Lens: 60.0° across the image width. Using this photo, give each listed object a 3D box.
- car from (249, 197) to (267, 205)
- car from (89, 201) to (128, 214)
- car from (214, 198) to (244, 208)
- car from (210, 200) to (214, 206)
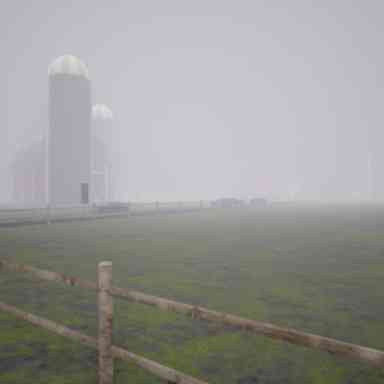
[{"bbox_3d":[11.516,1.566,57.759,1.994,1.385,4.181,0,0,36],"label":"car"},{"bbox_3d":[-8.533,1.587,34.587,1.994,1.385,4.181,0,0,36],"label":"car"},{"bbox_3d":[5.989,1.559,49.936,2.033,1.411,5.357,0,0,36],"label":"car"},{"bbox_3d":[4.575,1.564,52.823,1.994,1.385,4.181,0,0,36],"label":"car"}]
